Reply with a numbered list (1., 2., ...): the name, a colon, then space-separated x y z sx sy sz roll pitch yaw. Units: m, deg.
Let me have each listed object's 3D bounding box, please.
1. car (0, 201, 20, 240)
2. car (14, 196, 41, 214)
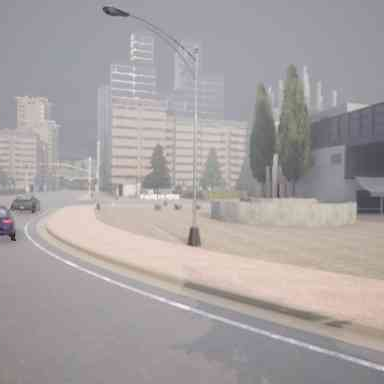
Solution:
1. car: -8.948 1.302 14.801 1.812 1.442 4.674 0 0 -31
2. car: -14.802 1.077 29.807 2.128 1.511 4.902 1 0 -18
